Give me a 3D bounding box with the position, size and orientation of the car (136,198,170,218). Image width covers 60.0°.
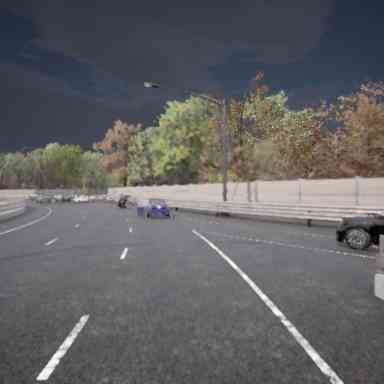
[{"bbox_3d":[-3.648,1.332,30.208,2.097,1.767,4.553,0,0,-24],"label":"car"}]

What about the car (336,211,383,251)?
[{"bbox_3d":[7.993,1.269,11.571,2.150,2.045,5.566,-1,0,-39],"label":"car"}]

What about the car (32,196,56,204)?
[{"bbox_3d":[-28.186,1.503,63.119,2.128,1.511,4.902,0,0,-39],"label":"car"}]

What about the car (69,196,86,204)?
[{"bbox_3d":[-23.947,1.610,69.470,2.033,1.411,5.357,0,0,-34],"label":"car"}]

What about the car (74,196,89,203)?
[{"bbox_3d":[-22.229,1.459,66.940,1.812,1.442,4.674,0,0,-39],"label":"car"}]

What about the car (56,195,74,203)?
[{"bbox_3d":[-25.370,1.297,65.198,2.097,1.767,4.553,0,0,-39],"label":"car"}]

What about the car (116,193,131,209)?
[{"bbox_3d":[-9.743,1.191,46.783,1.442,1.812,4.674,22,-2,-6],"label":"car"}]
